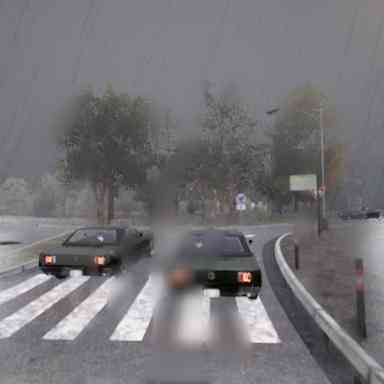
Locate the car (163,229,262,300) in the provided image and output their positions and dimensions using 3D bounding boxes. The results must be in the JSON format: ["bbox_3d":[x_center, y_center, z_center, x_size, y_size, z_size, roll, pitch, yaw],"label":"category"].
[{"bbox_3d":[0.601,1.595,8.406,1.895,1.301,4.718,-1,0,6],"label":"car"}]

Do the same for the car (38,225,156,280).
[{"bbox_3d":[-2.449,1.629,10.005,1.895,1.301,4.718,-1,0,7],"label":"car"}]

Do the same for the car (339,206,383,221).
[{"bbox_3d":[15.900,2.005,31.088,4.718,1.301,1.895,-1,-3,-34],"label":"car"}]

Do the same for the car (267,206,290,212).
[{"bbox_3d":[18.881,3.908,72.663,4.892,1.490,1.837,-4,-6,41],"label":"car"}]
